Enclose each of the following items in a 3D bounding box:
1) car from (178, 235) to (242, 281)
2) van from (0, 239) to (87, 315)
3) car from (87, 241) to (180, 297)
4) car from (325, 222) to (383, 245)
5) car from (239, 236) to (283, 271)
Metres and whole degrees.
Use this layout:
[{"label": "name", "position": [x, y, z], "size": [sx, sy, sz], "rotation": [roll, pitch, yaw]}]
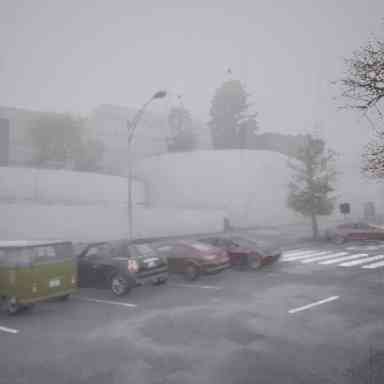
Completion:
[{"label": "car", "position": [-0.648, 2.771, 13.888], "size": [4.674, 1.452, 2.002], "rotation": [-7, -6, 34]}, {"label": "van", "position": [-5.626, 2.515, 10.522], "size": [4.442, 1.987, 1.878], "rotation": [-7, -6, 34]}, {"label": "car", "position": [-3.067, 2.602, 12.160], "size": [4.553, 1.767, 2.185], "rotation": [-7, -6, 34]}, {"label": "car", "position": [11.608, 2.769, 22.579], "size": [4.792, 1.488, 2.163], "rotation": [-7, -7, 34]}, {"label": "car", "position": [1.823, 2.761, 15.621], "size": [4.792, 1.488, 2.163], "rotation": [-7, -6, 34]}]
